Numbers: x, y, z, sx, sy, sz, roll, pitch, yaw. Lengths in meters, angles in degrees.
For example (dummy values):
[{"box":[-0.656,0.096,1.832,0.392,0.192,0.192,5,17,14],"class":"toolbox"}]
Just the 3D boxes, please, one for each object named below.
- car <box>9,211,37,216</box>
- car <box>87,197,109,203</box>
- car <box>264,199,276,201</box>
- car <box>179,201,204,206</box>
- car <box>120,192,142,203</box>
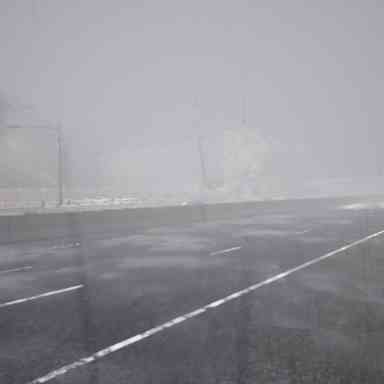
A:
[{"box":[-13.384,2.153,25.566,1.895,1.301,4.718,-2,-1,41],"class":"car"},{"box":[-15.851,1.652,56.096,2.128,1.511,4.902,-2,0,19],"class":"car"},{"box":[13.198,1.812,55.938,1.994,1.385,4.181,-2,-1,42],"class":"car"},{"box":[-0.138,1.887,40.735,2.128,1.511,4.902,-2,-1,41],"class":"car"},{"box":[-12.177,1.083,66.492,2.150,2.045,5.566,-2,1,21],"class":"car"}]
